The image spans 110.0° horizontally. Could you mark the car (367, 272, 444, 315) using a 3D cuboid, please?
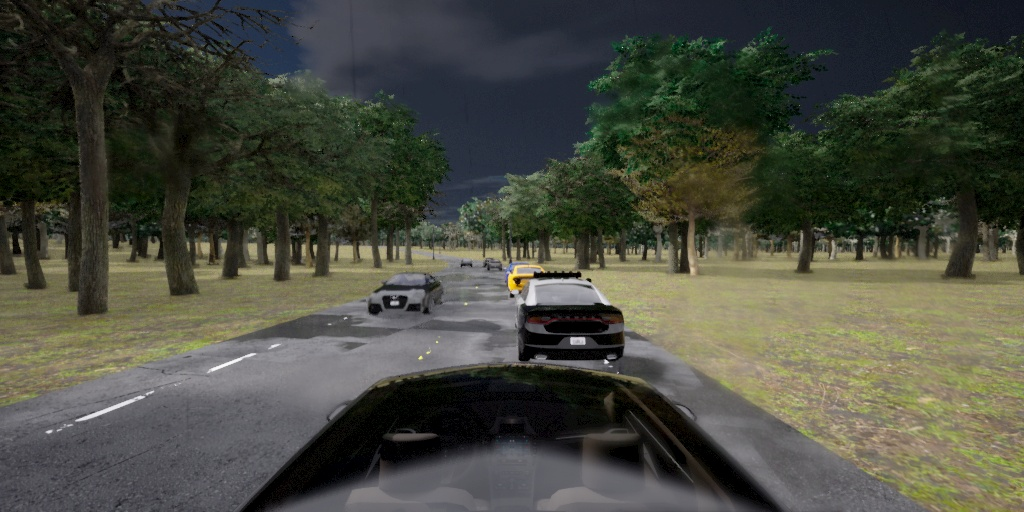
[{"bbox_3d":[-3.761,1.303,13.340,1.994,1.385,4.181,0,0,-2],"label":"car"}]

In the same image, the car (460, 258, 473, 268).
[{"bbox_3d":[-7.225,1.062,56.990,1.882,1.535,5.008,0,0,-8],"label":"car"}]

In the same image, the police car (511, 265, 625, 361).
[{"bbox_3d":[1.032,1.169,8.382,1.930,1.638,5.238,0,0,-1],"label":"police car"}]

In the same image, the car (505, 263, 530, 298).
[{"bbox_3d":[0.776,1.203,18.338,1.882,1.535,5.008,0,0,-2],"label":"car"}]

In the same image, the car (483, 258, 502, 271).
[{"bbox_3d":[-2.352,1.117,47.493,2.128,1.511,4.902,0,0,-6],"label":"car"}]
